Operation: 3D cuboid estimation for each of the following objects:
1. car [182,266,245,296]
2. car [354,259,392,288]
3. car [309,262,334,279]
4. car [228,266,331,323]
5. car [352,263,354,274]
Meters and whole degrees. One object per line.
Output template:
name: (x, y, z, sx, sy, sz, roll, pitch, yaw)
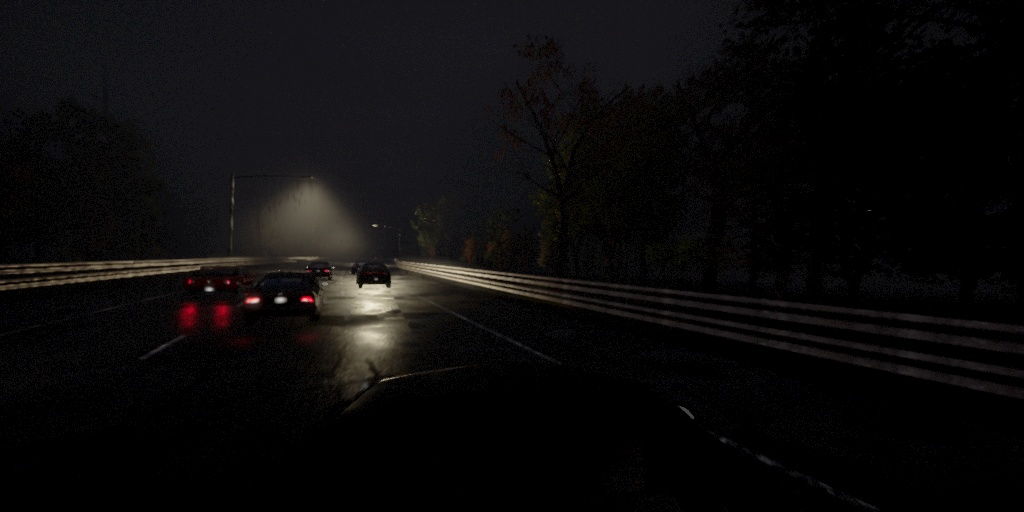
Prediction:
car: (-13.849, 1.134, 17.305, 1.895, 1.301, 4.718, 2, -1, -26)
car: (-9.128, 1.205, 23.603, 1.882, 1.535, 5.008, 2, 0, -25)
car: (-15.588, 1.160, 29.104, 2.033, 1.411, 5.357, 2, -1, -25)
car: (-7.190, 1.203, 11.667, 2.033, 1.411, 5.357, 2, -1, -26)
car: (-16.722, 1.267, 39.939, 1.994, 1.385, 4.181, 2, -1, -24)
